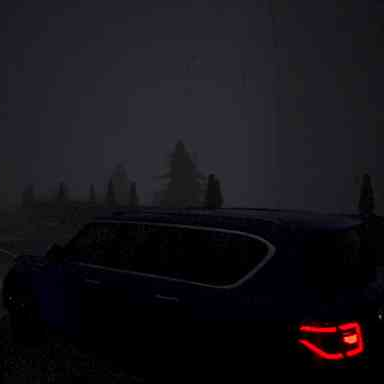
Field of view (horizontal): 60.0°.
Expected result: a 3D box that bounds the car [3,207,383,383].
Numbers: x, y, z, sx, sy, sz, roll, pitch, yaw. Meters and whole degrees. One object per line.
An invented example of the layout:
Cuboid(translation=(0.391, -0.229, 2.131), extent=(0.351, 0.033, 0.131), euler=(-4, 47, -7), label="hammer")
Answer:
Cuboid(translation=(-0.414, 1.234, 4.552), extent=(5.566, 2.045, 2.150), euler=(0, 0, 38), label="car")
